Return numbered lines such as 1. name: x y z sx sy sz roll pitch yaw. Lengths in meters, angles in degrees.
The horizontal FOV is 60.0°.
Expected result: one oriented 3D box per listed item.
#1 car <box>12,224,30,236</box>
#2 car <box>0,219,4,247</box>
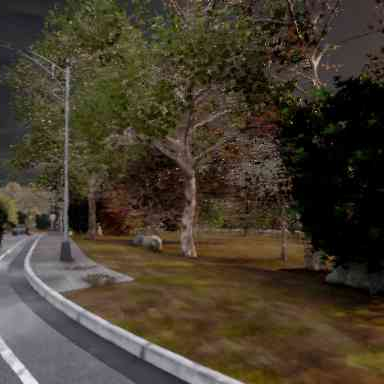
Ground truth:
1. car: -22.816 5.037 44.366 2.128 1.511 4.902 1 -6 -23
2. car: -10.842 1.924 16.498 2.150 2.045 5.566 1 -4 -23
